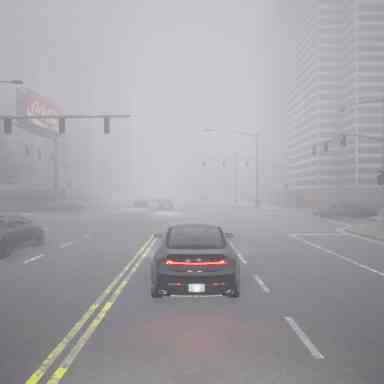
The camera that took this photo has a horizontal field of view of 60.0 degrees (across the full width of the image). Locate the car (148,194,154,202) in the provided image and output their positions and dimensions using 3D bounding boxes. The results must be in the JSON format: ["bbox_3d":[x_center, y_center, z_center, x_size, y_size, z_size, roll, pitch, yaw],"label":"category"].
[{"bbox_3d":[-7.463,1.564,66.838,1.994,1.385,4.181,0,0,0],"label":"car"}]

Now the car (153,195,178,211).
[{"bbox_3d":[-3.311,1.492,40.906,2.128,1.511,4.902,0,0,-8],"label":"car"}]

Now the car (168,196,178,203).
[{"bbox_3d":[-3.964,1.524,70.311,1.812,1.442,4.674,0,0,0],"label":"car"}]

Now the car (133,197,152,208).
[{"bbox_3d":[-7.414,1.601,48.653,1.895,1.301,4.718,0,0,0],"label":"car"}]

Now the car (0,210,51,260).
[{"bbox_3d":[-7.176,1.564,12.300,1.994,1.385,4.181,0,0,0],"label":"car"}]

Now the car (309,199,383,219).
[{"bbox_3d":[12.857,1.547,28.436,5.357,1.411,2.033,0,0,1],"label":"car"}]

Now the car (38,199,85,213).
[{"bbox_3d":[-13.897,1.526,35.561,4.674,1.442,1.812,0,1,-18],"label":"car"}]

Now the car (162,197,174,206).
[{"bbox_3d":[-3.948,1.525,55.207,1.812,1.442,4.674,0,0,0],"label":"car"}]

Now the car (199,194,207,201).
[{"bbox_3d":[2.912,1.355,88.755,2.097,1.767,4.553,0,0,0],"label":"car"}]

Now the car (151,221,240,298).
[{"bbox_3d":[0.055,1.505,8.498,1.837,1.490,4.892,0,0,-1],"label":"car"}]

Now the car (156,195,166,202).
[{"bbox_3d":[-7.539,1.514,81.417,2.128,1.511,4.902,0,0,0],"label":"car"}]
